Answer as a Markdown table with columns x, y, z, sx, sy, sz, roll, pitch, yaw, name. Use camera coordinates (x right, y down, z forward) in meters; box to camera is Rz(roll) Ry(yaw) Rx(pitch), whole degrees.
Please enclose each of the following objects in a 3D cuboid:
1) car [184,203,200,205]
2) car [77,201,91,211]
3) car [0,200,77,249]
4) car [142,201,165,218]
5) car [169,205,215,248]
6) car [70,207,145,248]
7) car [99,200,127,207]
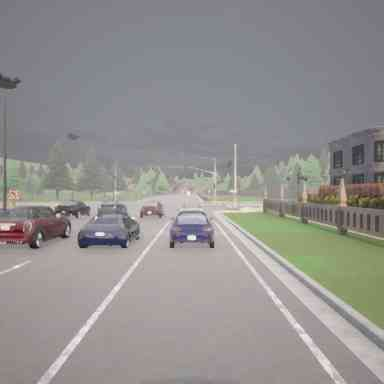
| x | y | z | sx | sy | sz | roll | pitch | yaw | name |
| --- | --- | --- | --- | --- | --- | --- | --- | --- | --- |
| 0.000 | 1.615 | 29.680 | 1.895 | 1.301 | 4.718 | 0 | 0 | 0 | car |
| -10.500 | 1.484 | 29.650 | 1.882 | 1.535 | 5.008 | 0 | 0 | 0 | car |
| -7.000 | 1.365 | 14.620 | 2.097 | 1.767 | 4.553 | 0 | 0 | 0 | car |
| -3.500 | 1.532 | 29.650 | 1.812 | 1.442 | 4.674 | 0 | 0 | 0 | car |
| 0.000 | 1.532 | 14.650 | 1.812 | 1.442 | 4.674 | 0 | 0 | 0 | car |
| -3.500 | 1.571 | 14.650 | 1.994 | 1.385 | 4.181 | 0 | 0 | 0 | car |
| -7.000 | 1.494 | 29.650 | 2.128 | 1.511 | 4.902 | 0 | 0 | 0 | car |
